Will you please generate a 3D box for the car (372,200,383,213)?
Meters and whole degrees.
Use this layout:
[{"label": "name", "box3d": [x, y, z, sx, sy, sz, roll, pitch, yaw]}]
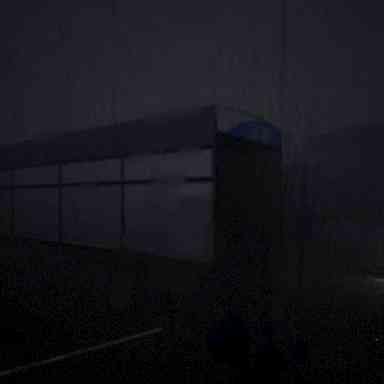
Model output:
[{"label": "car", "box3d": [23.582, 1.867, 42.521, 4.611, 1.667, 2.242, 0, -1, -37]}]
